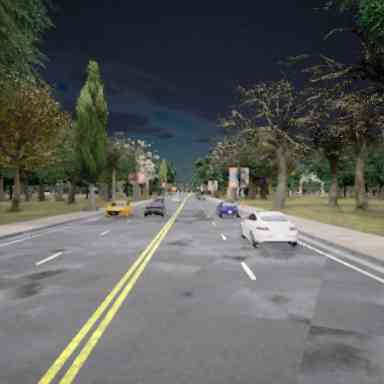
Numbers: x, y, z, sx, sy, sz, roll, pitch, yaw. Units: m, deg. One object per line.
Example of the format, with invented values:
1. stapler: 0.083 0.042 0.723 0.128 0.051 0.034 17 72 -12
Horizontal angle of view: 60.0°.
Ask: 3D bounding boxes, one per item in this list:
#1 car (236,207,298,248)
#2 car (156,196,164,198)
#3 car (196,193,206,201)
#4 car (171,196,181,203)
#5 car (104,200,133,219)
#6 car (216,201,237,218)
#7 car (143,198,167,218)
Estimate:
1. car: 3.338 1.560 14.943 1.812 1.442 4.674 0 0 0
2. car: -6.759 1.589 71.014 1.882 1.535 5.008 0 0 0
3. car: 2.830 1.673 90.568 2.128 1.511 4.902 0 0 -1
4. car: -3.519 1.626 72.429 1.812 1.442 4.674 0 0 0
5. car: -6.646 1.548 30.620 1.882 1.535 5.008 0 0 0
6. car: 3.298 1.596 31.268 1.812 1.442 4.674 0 0 0
7. car: -3.400 1.620 31.719 2.033 1.411 5.357 0 0 0
